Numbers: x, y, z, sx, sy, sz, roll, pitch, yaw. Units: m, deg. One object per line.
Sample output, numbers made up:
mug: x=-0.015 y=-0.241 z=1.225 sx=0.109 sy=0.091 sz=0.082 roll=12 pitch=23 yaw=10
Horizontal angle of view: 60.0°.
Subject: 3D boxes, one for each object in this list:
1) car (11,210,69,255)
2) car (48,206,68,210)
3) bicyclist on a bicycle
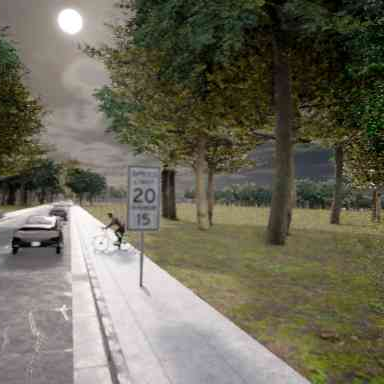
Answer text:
car: x=-6.738 y=1.795 z=14.862 sx=2.128 sy=1.511 sz=4.902 roll=2 pitch=-2 yaw=-20
car: x=-14.798 y=2.303 z=36.801 sx=1.837 sy=1.490 sz=4.892 roll=2 pitch=-2 yaw=-20
bicyclist on a bicycle: x=-3.275 y=1.665 z=13.871 sx=1.656 sy=1.620 sz=0.582 roll=2 pitch=-2 yaw=-20
